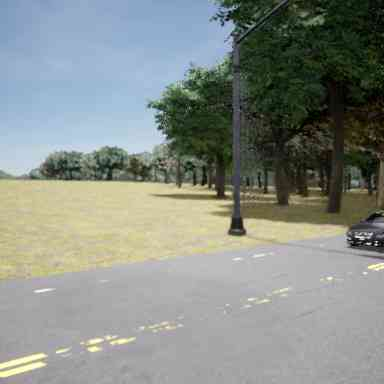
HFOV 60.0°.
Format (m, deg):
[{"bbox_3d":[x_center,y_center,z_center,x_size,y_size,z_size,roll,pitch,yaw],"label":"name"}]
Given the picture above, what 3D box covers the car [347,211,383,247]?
[{"bbox_3d":[8.614,1.573,14.315,4.892,1.490,1.837,0,-1,-34],"label":"car"}]
